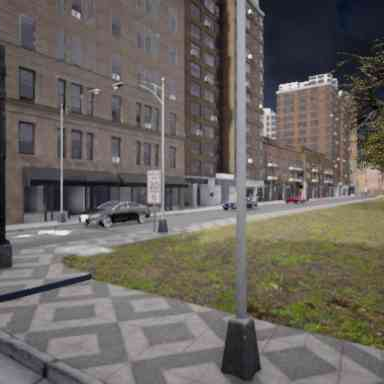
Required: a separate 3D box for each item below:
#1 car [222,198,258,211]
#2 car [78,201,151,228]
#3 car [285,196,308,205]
[{"bbox_3d":[4.954,1.294,34.210,1.895,1.301,4.718,0,0,36],"label":"car"},{"bbox_3d":[-4.699,1.308,20.724,2.128,1.511,4.902,0,0,36],"label":"car"},{"bbox_3d":[15.204,1.189,48.373,1.895,1.301,4.718,0,0,36],"label":"car"}]
